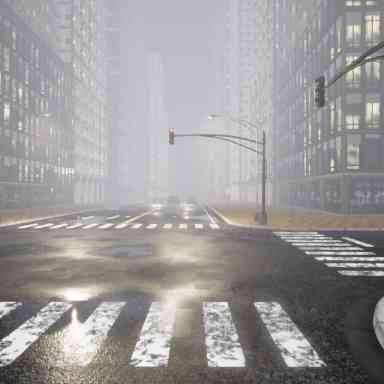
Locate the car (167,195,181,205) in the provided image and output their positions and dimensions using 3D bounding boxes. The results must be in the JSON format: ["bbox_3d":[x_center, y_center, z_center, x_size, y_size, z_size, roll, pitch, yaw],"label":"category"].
[{"bbox_3d":[-3.268,1.453,60.101,2.097,1.767,4.553,0,0,0],"label":"car"}]

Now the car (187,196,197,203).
[{"bbox_3d":[-0.021,1.541,70.549,1.994,1.385,4.181,0,0,0],"label":"car"}]

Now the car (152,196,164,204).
[{"bbox_3d":[-6.519,1.608,64.298,2.128,1.511,4.902,0,0,0],"label":"car"}]

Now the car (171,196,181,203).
[{"bbox_3d":[-3.271,1.565,70.162,1.895,1.301,4.718,0,0,0],"label":"car"}]

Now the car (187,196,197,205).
[{"bbox_3d":[-0.018,1.703,60.577,1.895,1.301,4.718,0,0,0],"label":"car"}]
